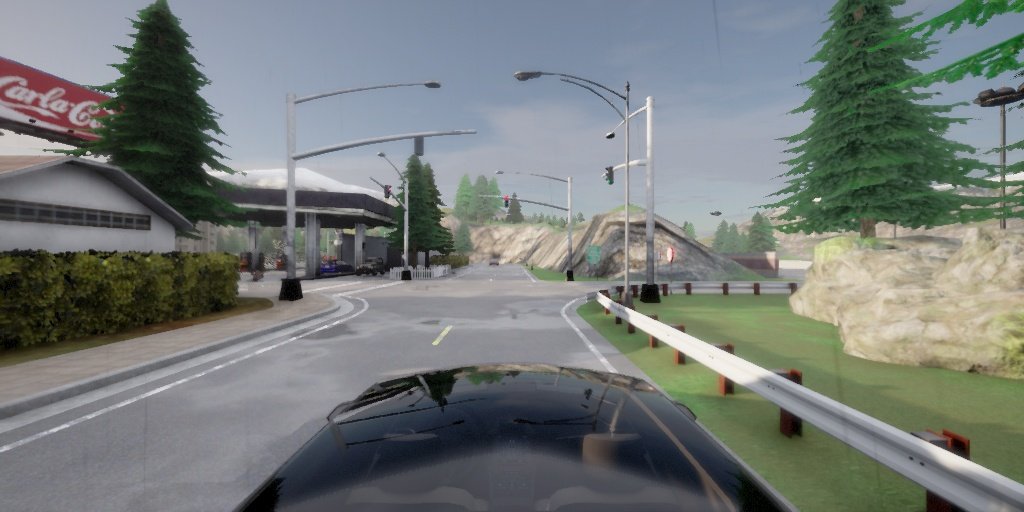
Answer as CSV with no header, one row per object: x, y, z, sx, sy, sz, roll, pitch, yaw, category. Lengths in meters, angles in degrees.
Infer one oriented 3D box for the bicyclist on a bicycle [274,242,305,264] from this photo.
-15.803,-0.268,25.563,1.620,1.656,0.582,-11,28,-4,bicyclist on a bicycle

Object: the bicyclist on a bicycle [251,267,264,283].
-19.044,1.543,26.871,0.582,1.656,1.620,34,-18,-19,bicyclist on a bicycle

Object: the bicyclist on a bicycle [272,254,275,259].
-16.889,-0.037,26.978,1.656,0.582,1.620,25,33,-6,bicyclist on a bicycle
